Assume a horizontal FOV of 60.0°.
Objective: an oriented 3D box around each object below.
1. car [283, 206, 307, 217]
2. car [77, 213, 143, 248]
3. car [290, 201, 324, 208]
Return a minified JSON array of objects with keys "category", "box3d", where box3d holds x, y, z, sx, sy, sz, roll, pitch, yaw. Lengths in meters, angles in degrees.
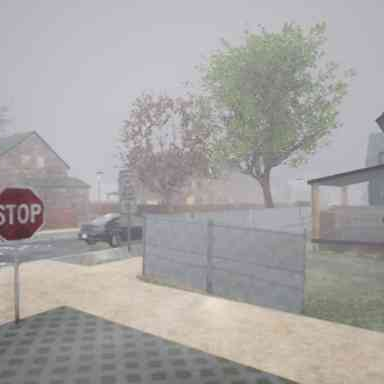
[{"category":"car","box3d":[14.430,2.685,46.558,1.895,1.301,4.718,-2,-2,35]},{"category":"car","box3d":[-3.277,1.757,16.053,1.812,1.442,4.674,-2,-2,35]},{"category":"car","box3d":[14.231,2.146,41.351,2.150,2.045,5.566,-2,-2,35]}]
